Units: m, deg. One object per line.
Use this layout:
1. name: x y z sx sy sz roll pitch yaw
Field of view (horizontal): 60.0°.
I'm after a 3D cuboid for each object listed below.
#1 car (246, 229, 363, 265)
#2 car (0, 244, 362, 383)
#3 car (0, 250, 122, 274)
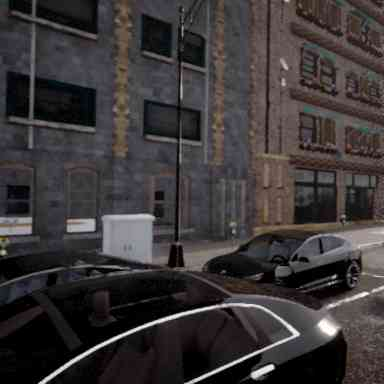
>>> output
1. car: 2.231 1.578 7.671 4.313 1.339 1.947 0 1 -35
2. car: -0.743 1.507 2.538 4.892 1.490 1.837 0 0 -35
3. car: -2.296 1.568 4.442 4.313 1.339 1.947 0 1 -35
